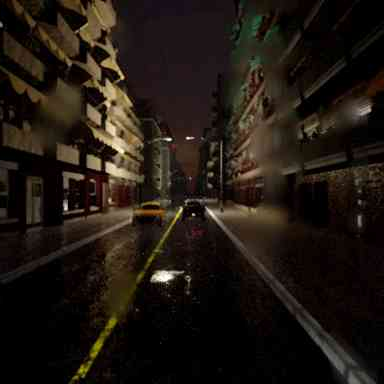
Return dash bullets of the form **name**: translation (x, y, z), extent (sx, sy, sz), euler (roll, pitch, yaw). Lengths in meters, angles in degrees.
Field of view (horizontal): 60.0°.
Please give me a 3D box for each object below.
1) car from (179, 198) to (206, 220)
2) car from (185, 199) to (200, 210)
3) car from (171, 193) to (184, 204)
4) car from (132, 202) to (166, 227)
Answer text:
- **car**: translation (0.118, 1.498, 28.085), extent (1.837, 1.490, 4.892), euler (0, 0, 0)
- **car**: translation (0.118, 1.604, 43.228), extent (1.895, 1.301, 4.718), euler (0, 0, 1)
- **car**: translation (-2.731, 1.257, 63.351), extent (2.150, 2.045, 5.566), euler (0, 0, 1)
- **car**: translation (-2.833, 1.468, 22.789), extent (1.882, 1.535, 5.008), euler (0, 0, 0)
